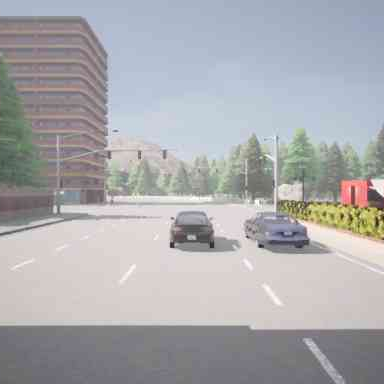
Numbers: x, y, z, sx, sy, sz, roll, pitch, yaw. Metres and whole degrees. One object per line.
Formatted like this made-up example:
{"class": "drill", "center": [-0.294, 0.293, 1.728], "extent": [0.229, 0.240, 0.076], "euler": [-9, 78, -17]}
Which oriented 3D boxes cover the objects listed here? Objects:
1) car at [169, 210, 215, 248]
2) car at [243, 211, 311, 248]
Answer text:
{"class": "car", "center": [0.000, 1.532, 14.650], "extent": [1.812, 1.442, 4.674], "euler": [0, 0, 0]}
{"class": "car", "center": [3.500, 1.562, 14.650], "extent": [2.033, 1.411, 5.357], "euler": [0, 0, 0]}
